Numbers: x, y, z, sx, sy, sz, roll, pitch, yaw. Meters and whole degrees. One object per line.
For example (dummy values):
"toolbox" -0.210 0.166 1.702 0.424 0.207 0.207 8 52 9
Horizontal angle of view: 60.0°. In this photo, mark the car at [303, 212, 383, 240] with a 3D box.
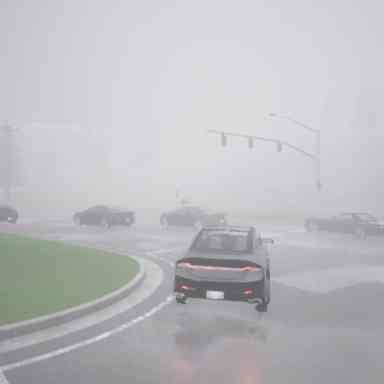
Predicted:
"car" 8.599 1.784 18.536 1.895 1.301 4.718 1 0 -31

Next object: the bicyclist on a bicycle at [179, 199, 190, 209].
"bicyclist on a bicycle" -0.658 1.549 36.805 0.582 1.620 1.656 0 0 35

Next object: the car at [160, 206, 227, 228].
"car" 0.008 1.626 21.704 5.008 1.535 1.882 0 -1 43

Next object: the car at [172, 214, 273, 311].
"car" 0.888 1.553 8.041 2.128 1.511 4.902 1 0 12

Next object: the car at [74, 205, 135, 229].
"car" -5.996 1.592 22.517 5.008 1.535 1.882 0 -1 39

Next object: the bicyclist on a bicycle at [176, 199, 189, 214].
"bicyclist on a bicycle" -1.022 1.549 37.062 0.582 1.620 1.656 0 0 35

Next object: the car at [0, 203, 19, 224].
"car" -14.690 1.574 24.295 4.892 1.490 1.837 0 -1 32
